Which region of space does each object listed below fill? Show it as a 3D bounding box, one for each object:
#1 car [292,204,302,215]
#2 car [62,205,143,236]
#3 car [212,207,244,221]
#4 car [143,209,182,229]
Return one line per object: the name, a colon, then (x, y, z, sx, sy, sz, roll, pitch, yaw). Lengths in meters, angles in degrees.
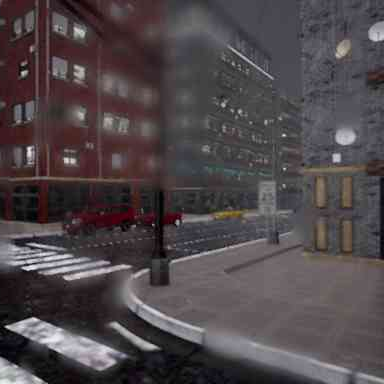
car: (15.989, 2.518, 47.922, 1.882, 1.535, 5.008, 0, -2, 36)
car: (-5.897, 1.752, 21.735, 2.192, 1.841, 5.009, -2, -2, 35)
car: (3.891, 2.269, 35.527, 1.752, 1.417, 4.829, -2, -2, 35)
car: (-2.601, 2.085, 26.374, 1.887, 1.381, 4.507, -2, -2, 35)
